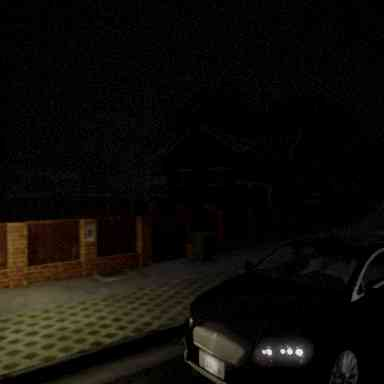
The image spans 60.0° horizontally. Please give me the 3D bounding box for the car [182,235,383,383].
[{"bbox_3d":[2.068,1.477,4.961,4.902,1.511,2.128,0,0,-40],"label":"car"}]
